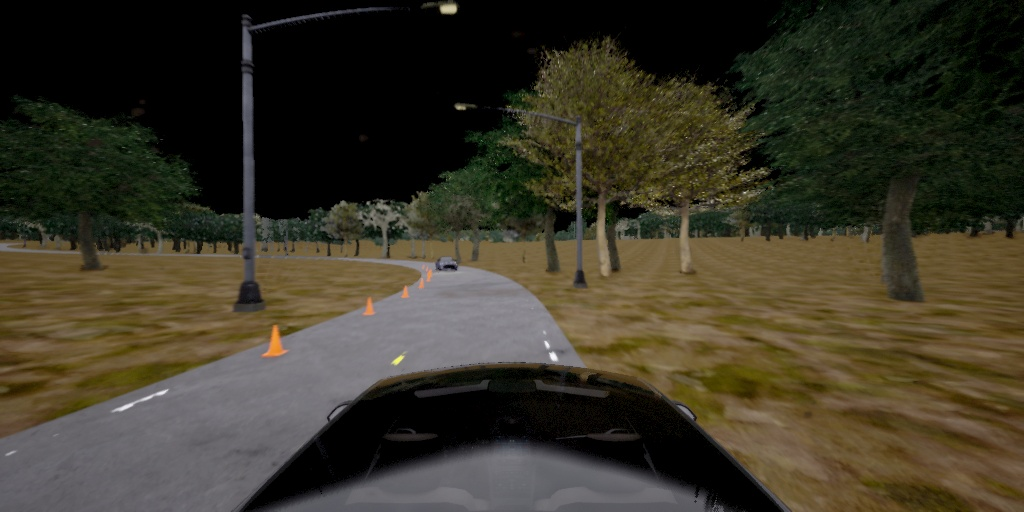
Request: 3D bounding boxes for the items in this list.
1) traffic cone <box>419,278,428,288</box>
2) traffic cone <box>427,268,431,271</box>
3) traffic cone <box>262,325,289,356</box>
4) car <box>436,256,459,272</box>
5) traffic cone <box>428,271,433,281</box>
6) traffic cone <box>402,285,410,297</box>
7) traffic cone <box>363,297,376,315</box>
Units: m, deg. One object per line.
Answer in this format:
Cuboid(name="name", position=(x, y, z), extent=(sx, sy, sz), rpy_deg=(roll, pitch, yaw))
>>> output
Cuboid(name="traffic cone", position=(-5.556, 1.646, 22.115), extent=(0.340, 0.580, 0.340), rpy_deg=(0, 0, -7))
Cuboid(name="traffic cone", position=(-7.143, 1.554, 31.720), extent=(0.340, 0.580, 0.340), rpy_deg=(0, 0, -12))
Cuboid(name="traffic cone", position=(-4.889, 1.726, 7.421), extent=(0.340, 0.580, 0.340), rpy_deg=(0, 0, 0))
Cuboid(name="car", position=(-7.388, 0.806, 40.566), extent=(2.097, 1.767, 4.553), rpy_deg=(-1, 1, -18))
Cuboid(name="traffic cone", position=(-6.231, 1.604, 26.937), extent=(0.340, 0.580, 0.340), rpy_deg=(0, 0, -9))
Cuboid(name="traffic cone", position=(-5.119, 1.681, 17.265), extent=(0.340, 0.580, 0.340), rpy_deg=(0, 0, -4))
Cuboid(name="traffic cone", position=(-4.923, 1.706, 12.399), extent=(0.340, 0.580, 0.340), rpy_deg=(0, 0, -1))
